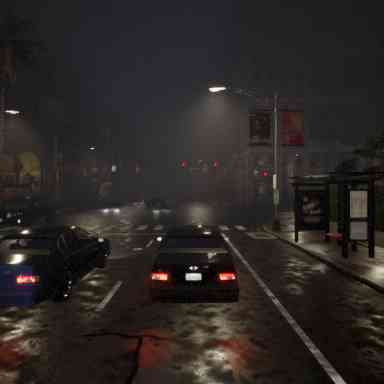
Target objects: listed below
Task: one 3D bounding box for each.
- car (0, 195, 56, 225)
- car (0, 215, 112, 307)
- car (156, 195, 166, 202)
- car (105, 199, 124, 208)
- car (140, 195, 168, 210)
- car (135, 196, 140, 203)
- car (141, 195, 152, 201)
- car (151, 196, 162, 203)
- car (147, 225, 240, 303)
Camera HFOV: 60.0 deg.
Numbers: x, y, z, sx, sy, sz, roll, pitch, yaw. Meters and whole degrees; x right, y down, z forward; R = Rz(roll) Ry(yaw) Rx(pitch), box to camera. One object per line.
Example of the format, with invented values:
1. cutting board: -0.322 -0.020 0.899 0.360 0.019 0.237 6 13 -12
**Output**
1. car: -10.738 1.221 21.394 2.150 2.045 5.566 0 0 0
2. car: -3.475 1.547 8.215 2.033 1.411 5.357 0 0 0
3. car: -7.586 1.525 81.169 2.128 1.511 4.902 0 0 0
4. car: -10.931 1.601 46.965 1.895 1.301 4.718 0 0 0
5. car: -4.751 1.505 43.604 1.837 1.490 4.892 -2 1 -29
6. car: -11.016 1.540 71.013 2.033 1.411 5.357 0 0 0
7. car: -11.090 1.478 81.351 1.882 1.535 5.008 0 0 0
8. car: -7.514 1.524 70.767 1.812 1.442 4.674 0 0 0
9. car: 0.025 1.547 8.400 2.033 1.411 5.357 0 0 0
